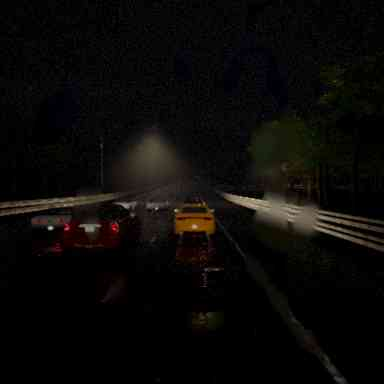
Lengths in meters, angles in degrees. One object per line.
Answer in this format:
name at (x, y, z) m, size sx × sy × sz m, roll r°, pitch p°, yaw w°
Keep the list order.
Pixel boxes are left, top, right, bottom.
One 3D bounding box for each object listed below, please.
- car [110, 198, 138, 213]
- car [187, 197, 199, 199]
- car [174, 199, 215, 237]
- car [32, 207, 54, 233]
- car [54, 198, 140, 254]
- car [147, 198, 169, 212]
car at (-6.882, 1.287, 34.053) m, size 1.895 × 1.301 × 4.718 m, roll 0°, pitch 1°, yaw 0°
car at (0.119, 1.227, 35.963) m, size 1.994 × 1.385 × 4.181 m, roll 0°, pitch 1°, yaw 0°
car at (0.108, 1.337, 16.980) m, size 1.882 × 1.535 × 5.008 m, roll 0°, pitch 1°, yaw 0°
car at (-6.890, 1.446, 18.440) m, size 1.895 × 1.301 × 4.718 m, roll 0°, pitch 1°, yaw 0°
car at (-3.395, 1.246, 13.184) m, size 2.097 × 1.767 × 4.553 m, roll 0°, pitch 1°, yaw 0°
car at (-3.382, 1.287, 34.049) m, size 1.895 × 1.301 × 4.718 m, roll 0°, pitch 1°, yaw 0°
